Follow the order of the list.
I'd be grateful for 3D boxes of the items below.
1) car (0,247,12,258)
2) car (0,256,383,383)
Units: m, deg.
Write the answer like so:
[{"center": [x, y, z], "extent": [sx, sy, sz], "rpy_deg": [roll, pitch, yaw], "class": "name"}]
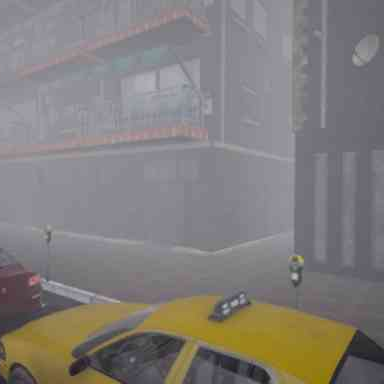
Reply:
[{"center": [-4.352, 1.514, 5.997], "extent": [4.206, 1.307, 1.802], "rpy_deg": [1, 1, 36], "class": "car"}, {"center": [0.087, 1.511, 2.816], "extent": [4.829, 1.417, 1.752], "rpy_deg": [1, 1, 36], "class": "car"}]
